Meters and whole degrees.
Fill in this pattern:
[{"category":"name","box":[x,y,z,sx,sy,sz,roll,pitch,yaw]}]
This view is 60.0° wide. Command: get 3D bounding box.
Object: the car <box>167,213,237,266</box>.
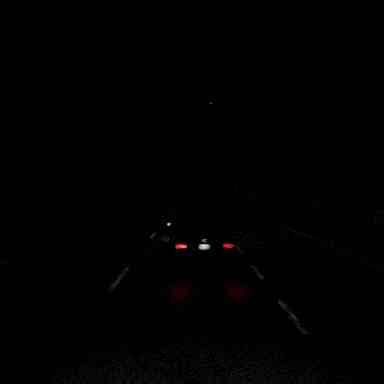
[{"category":"car","box":[0.182,1.376,10.806,2.033,1.411,5.357,0,1,-3]}]
